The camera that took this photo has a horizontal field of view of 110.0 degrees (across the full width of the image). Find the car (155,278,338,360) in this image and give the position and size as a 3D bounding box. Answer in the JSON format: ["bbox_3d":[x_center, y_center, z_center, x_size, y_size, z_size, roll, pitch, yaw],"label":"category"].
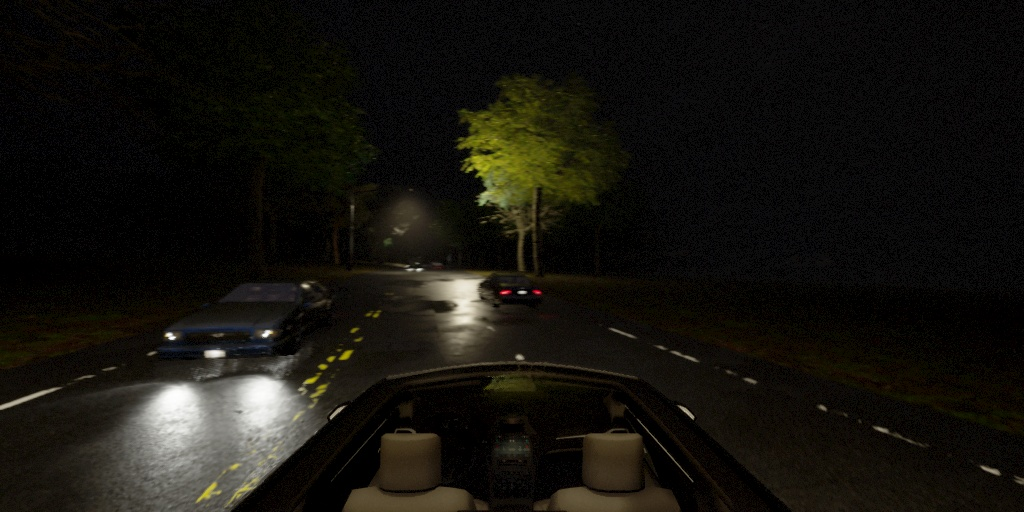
[{"bbox_3d":[-5.556,1.245,8.503,2.033,1.411,5.357,1,-1,-15],"label":"car"}]

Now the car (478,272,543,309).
[{"bbox_3d":[-0.252,1.429,15.899,2.033,1.411,5.357,1,-1,-15],"label":"car"}]
